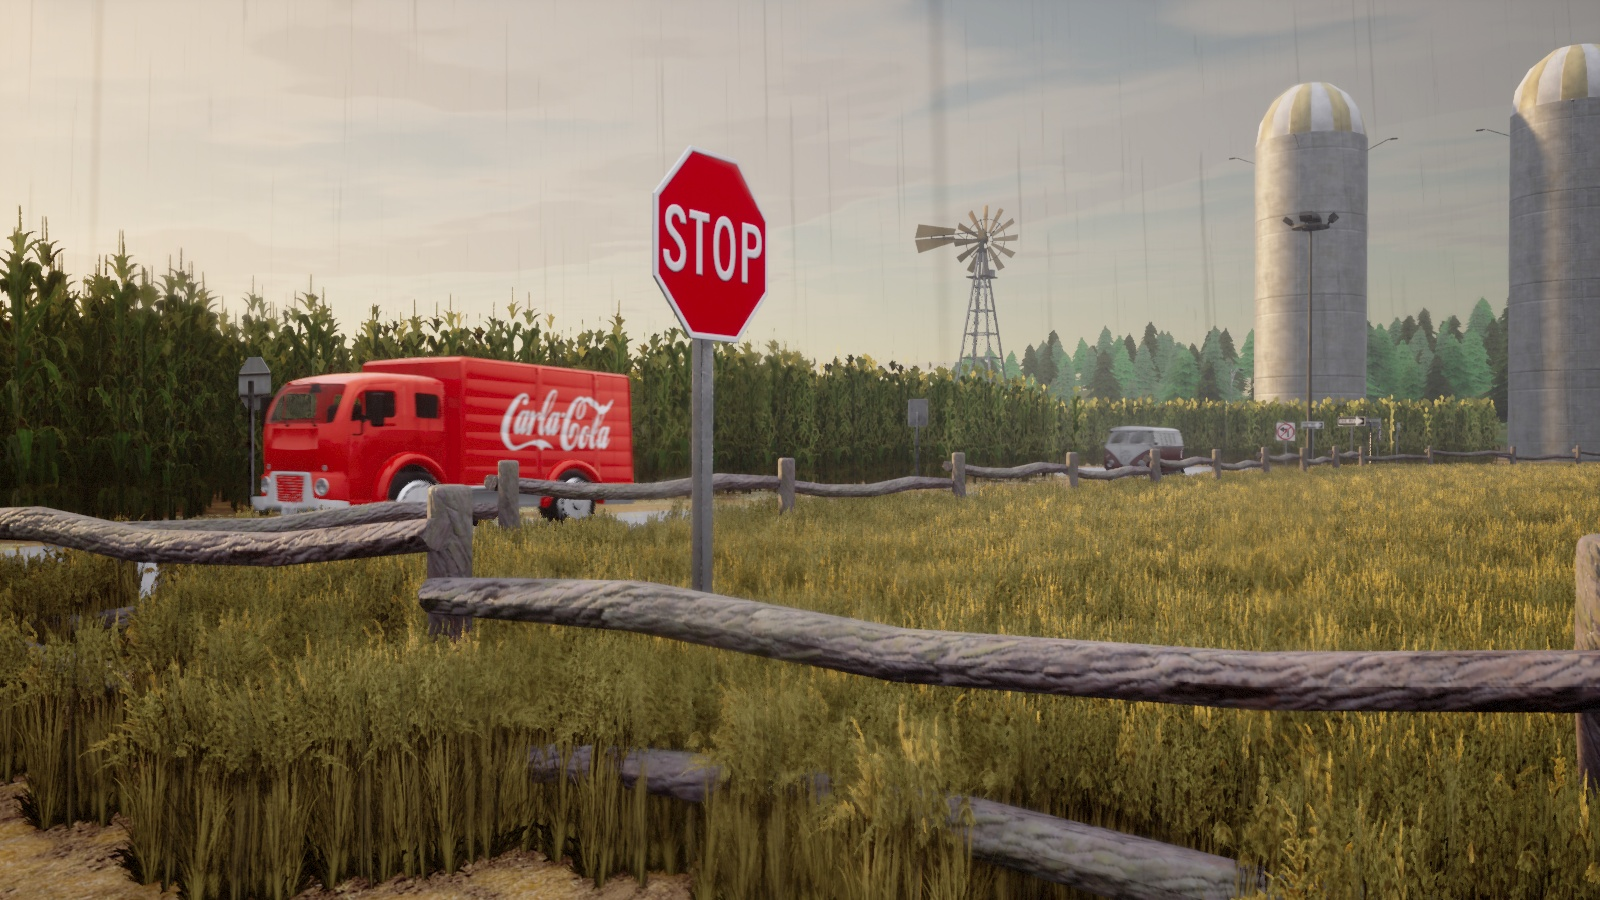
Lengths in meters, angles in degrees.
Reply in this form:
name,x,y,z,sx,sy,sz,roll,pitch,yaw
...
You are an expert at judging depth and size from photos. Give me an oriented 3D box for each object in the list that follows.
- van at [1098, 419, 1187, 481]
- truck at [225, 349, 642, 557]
name,x,y,z,sx,sy,sz,roll,pitch,yaw
van,11.711,-0.030,42.777,1.775,1.987,4.442,-1,1,31
truck,-4.967,0.064,17.824,2.627,2.467,5.204,-1,-1,34
